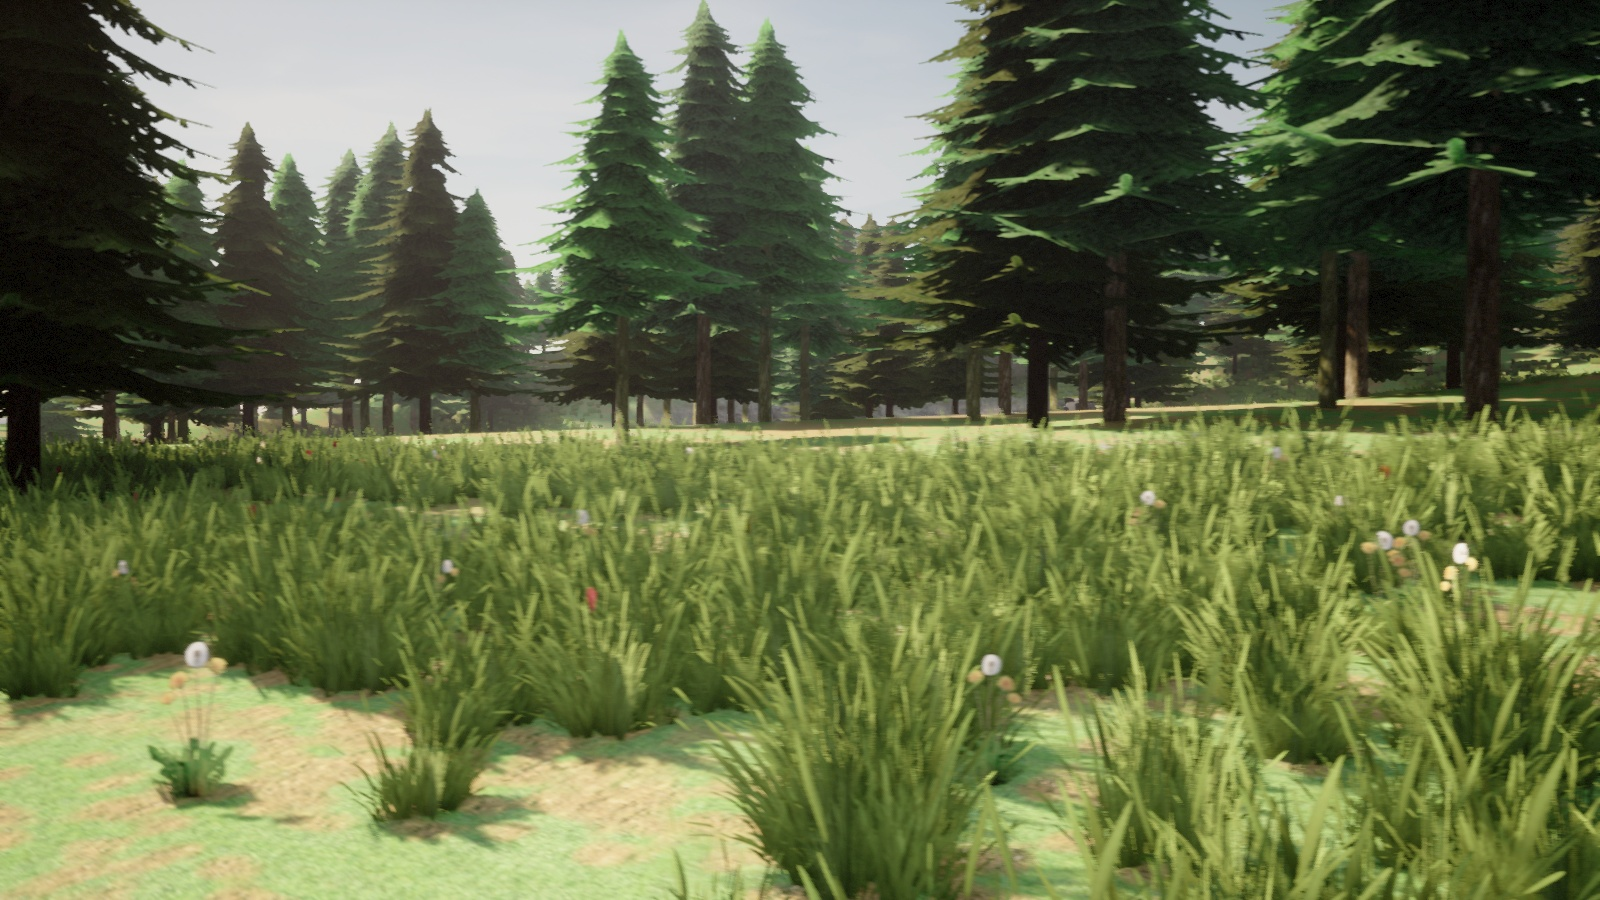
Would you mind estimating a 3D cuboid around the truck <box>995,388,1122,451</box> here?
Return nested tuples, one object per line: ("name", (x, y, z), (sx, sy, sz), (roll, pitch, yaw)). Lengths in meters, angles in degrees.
("truck", (17.587, -2.015, 85.856), (7.936, 3.462, 2.891), (-7, -3, 42))
